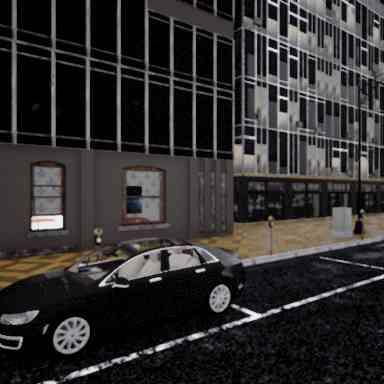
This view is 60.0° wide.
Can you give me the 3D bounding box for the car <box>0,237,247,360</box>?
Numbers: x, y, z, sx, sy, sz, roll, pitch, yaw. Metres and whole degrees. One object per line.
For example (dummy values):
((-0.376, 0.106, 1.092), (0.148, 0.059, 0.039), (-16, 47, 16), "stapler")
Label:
((-0.983, 1.536, 5.850), (4.403, 1.369, 2.008), (0, 1, -35), "car")
